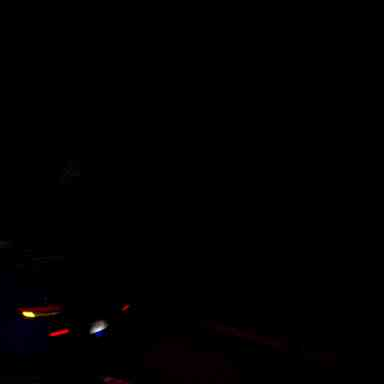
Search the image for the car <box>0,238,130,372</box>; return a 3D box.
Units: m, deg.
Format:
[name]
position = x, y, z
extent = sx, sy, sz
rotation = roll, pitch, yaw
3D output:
[car]
position = -3.059, 1.523, 5.559
extent = 4.674, 1.442, 1.812
rotation = 0, 0, 35
